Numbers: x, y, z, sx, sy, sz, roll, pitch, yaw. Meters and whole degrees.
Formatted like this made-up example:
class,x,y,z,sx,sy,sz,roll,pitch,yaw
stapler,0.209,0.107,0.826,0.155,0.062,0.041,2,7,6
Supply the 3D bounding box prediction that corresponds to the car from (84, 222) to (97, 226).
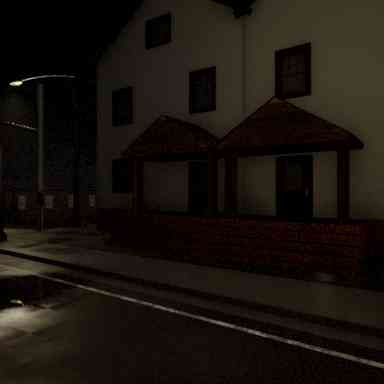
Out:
class,x,y,z,sx,sy,sz,roll,pitch,yaw
car,-9.591,3.904,36.569,1.882,1.535,5.008,0,-11,35
